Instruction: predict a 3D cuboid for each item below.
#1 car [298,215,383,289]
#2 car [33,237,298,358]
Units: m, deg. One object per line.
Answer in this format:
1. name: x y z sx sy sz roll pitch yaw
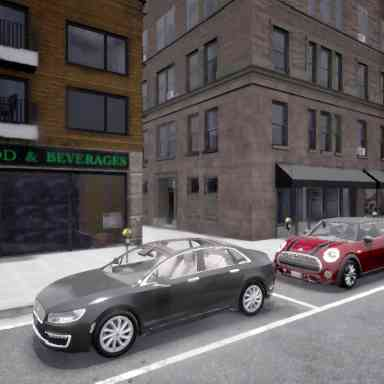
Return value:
1. car: 4.108 1.443 9.090 4.097 1.590 1.967 0 0 -35
2. car: -0.395 1.551 5.899 4.403 1.369 2.008 0 0 -35
